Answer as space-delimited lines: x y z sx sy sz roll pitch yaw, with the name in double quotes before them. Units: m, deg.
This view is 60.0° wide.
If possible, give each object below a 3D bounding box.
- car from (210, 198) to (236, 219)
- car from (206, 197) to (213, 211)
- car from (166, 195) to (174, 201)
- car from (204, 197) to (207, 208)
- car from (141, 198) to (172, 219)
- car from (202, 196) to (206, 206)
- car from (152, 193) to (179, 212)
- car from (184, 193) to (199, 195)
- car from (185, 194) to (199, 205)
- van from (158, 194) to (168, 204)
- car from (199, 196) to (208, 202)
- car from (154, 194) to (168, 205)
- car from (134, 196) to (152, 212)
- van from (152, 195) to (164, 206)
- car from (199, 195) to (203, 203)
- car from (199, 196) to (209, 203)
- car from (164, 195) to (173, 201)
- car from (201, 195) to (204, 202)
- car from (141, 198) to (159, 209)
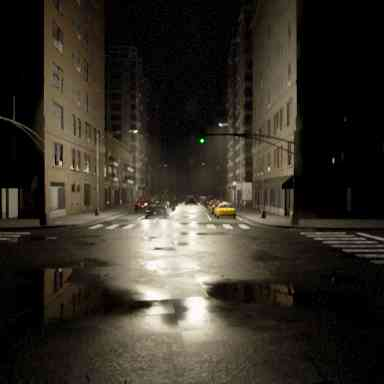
"car" 2.888 1.564 29.638 1.752 1.417 4.829 0 0 0
"car" 2.858 1.485 34.994 1.967 1.590 4.097 0 0 0
"car" -5.975 1.512 90.205 1.967 1.590 4.097 0 0 0
"car" 2.827 1.601 40.520 2.008 1.369 4.403 0 0 0
"car" -3.059 1.544 29.862 1.837 1.490 4.892 0 0 0
"car" 2.797 1.621 46.046 1.947 1.339 4.313 0 0 0
"car" -3.112 1.272 40.495 2.150 2.045 5.566 0 0 0
"car" -0.187 1.559 69.022 2.128 1.511 4.902 0 0 0
"car" -0.133 1.589 58.986 1.812 1.442 4.674 0 0 0
"van" -5.849 1.408 68.101 1.690 1.788 3.998 0 0 0
"car" 2.612 1.621 79.201 2.008 1.369 4.403 0 0 0
"car" -5.821 1.380 62.577 2.192 1.841 5.009 0 0 0
"car" -5.698 1.365 40.473 2.192 1.841 5.009 0 0 0
"van" -5.790 1.403 57.051 1.690 1.788 3.998 0 0 0
"car" 2.736 1.613 57.097 2.008 1.369 4.403 0 0 0
"car" 2.643 1.620 73.675 2.008 1.369 4.403 0 0 0
"car" -5.943 1.596 84.510 1.752 1.417 4.829 0 0 0
"car" 2.766 1.604 51.572 1.887 1.381 4.507 0 0 0
"car" -5.729 1.605 46.000 2.008 1.369 4.403 0 0 0
